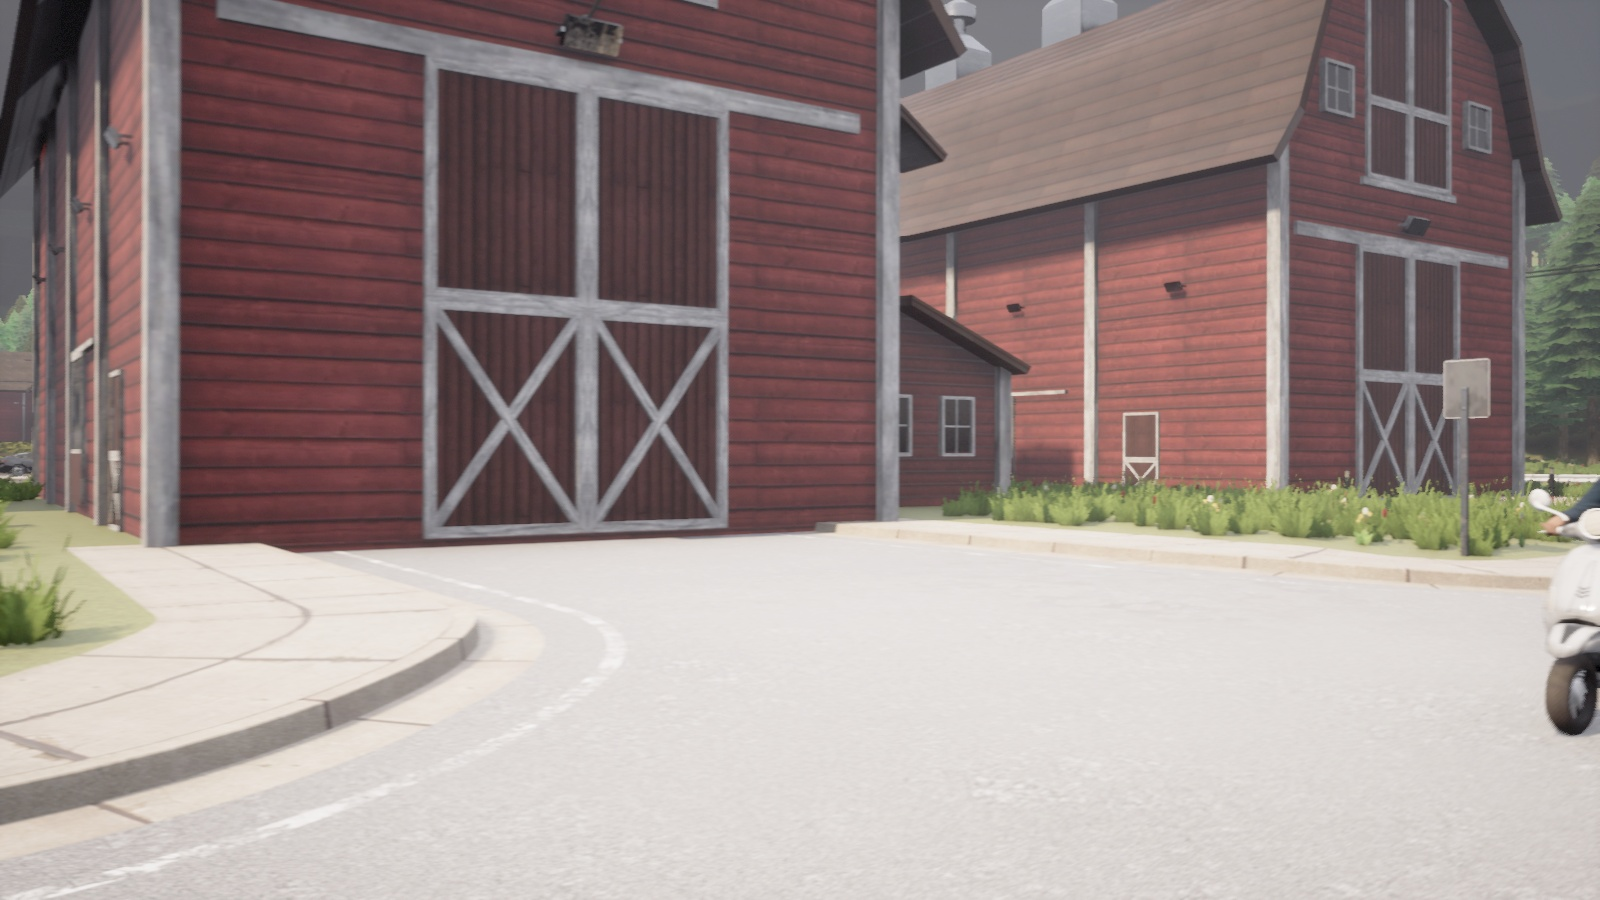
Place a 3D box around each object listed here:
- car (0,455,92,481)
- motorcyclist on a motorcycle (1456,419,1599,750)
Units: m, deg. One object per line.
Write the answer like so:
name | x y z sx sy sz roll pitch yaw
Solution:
car | -45.652 1.067 75.869 4.792 1.488 2.163 0 0 -35
motorcyclist on a motorcycle | 4.440 0.647 6.747 1.817 1.590 0.866 0 0 -35
